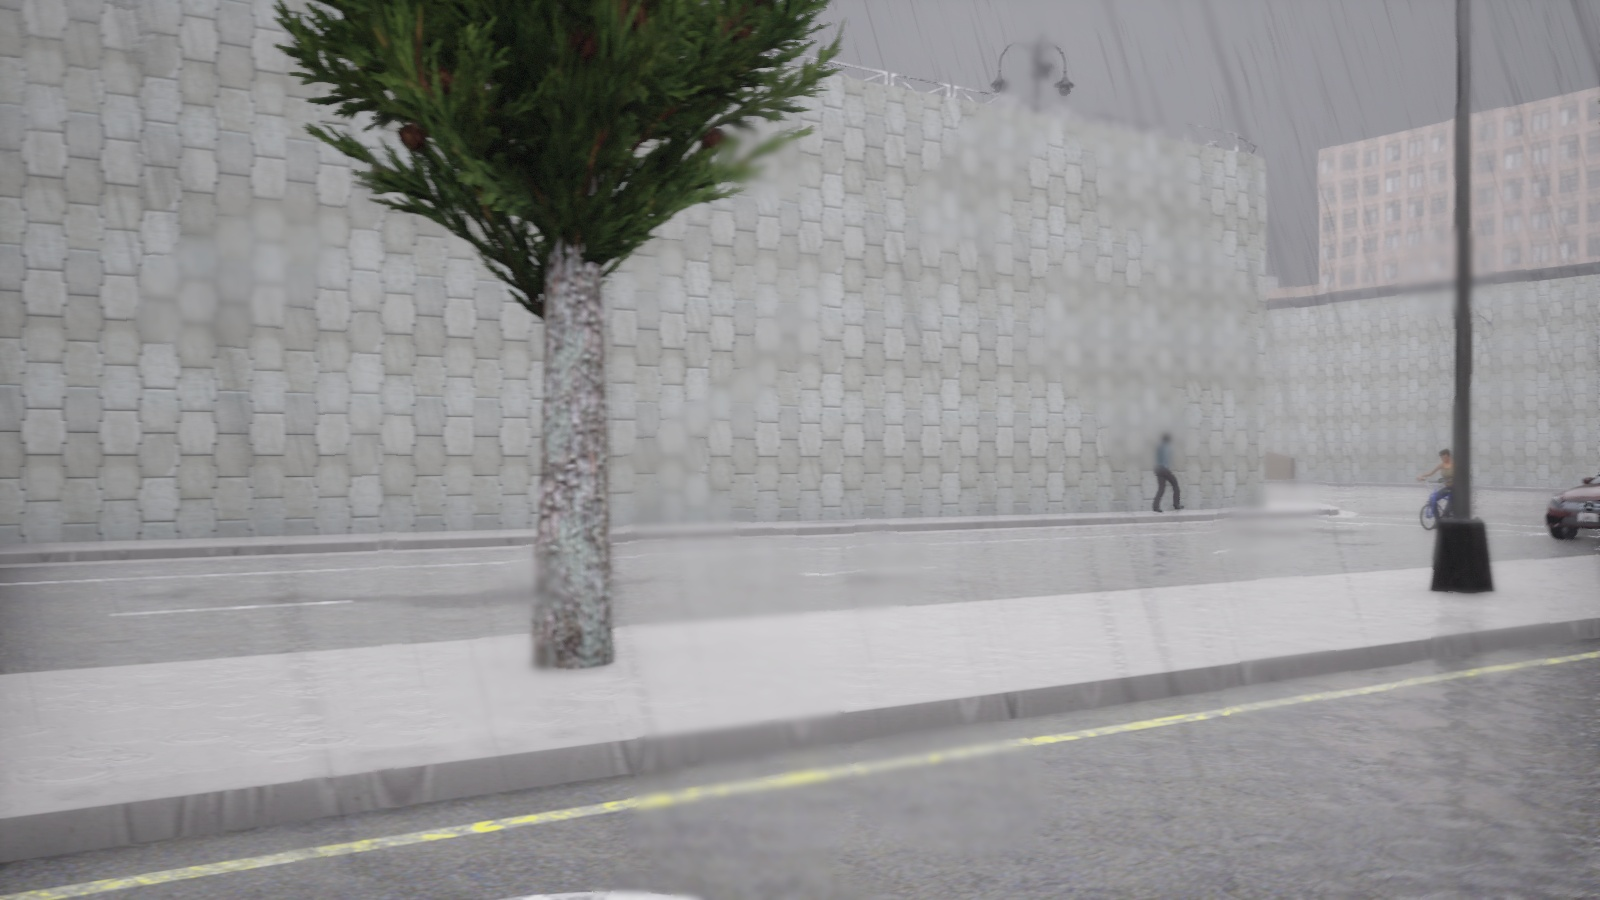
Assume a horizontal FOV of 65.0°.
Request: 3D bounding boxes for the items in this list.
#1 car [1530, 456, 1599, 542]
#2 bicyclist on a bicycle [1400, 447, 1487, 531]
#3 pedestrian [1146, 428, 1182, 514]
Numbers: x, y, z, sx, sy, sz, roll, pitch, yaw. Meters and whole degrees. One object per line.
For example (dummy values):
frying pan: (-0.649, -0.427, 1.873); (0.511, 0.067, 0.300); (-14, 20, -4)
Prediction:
car: (15.270, 0.829, 22.483); (4.674, 1.442, 1.812); (0, 0, -32)
bicyclist on a bicycle: (12.779, 0.747, 24.938); (1.509, 1.612, 0.866); (0, 0, -32)
pedestrian: (8.304, 0.476, 28.645); (0.692, 1.930, 0.396); (0, 0, -15)
